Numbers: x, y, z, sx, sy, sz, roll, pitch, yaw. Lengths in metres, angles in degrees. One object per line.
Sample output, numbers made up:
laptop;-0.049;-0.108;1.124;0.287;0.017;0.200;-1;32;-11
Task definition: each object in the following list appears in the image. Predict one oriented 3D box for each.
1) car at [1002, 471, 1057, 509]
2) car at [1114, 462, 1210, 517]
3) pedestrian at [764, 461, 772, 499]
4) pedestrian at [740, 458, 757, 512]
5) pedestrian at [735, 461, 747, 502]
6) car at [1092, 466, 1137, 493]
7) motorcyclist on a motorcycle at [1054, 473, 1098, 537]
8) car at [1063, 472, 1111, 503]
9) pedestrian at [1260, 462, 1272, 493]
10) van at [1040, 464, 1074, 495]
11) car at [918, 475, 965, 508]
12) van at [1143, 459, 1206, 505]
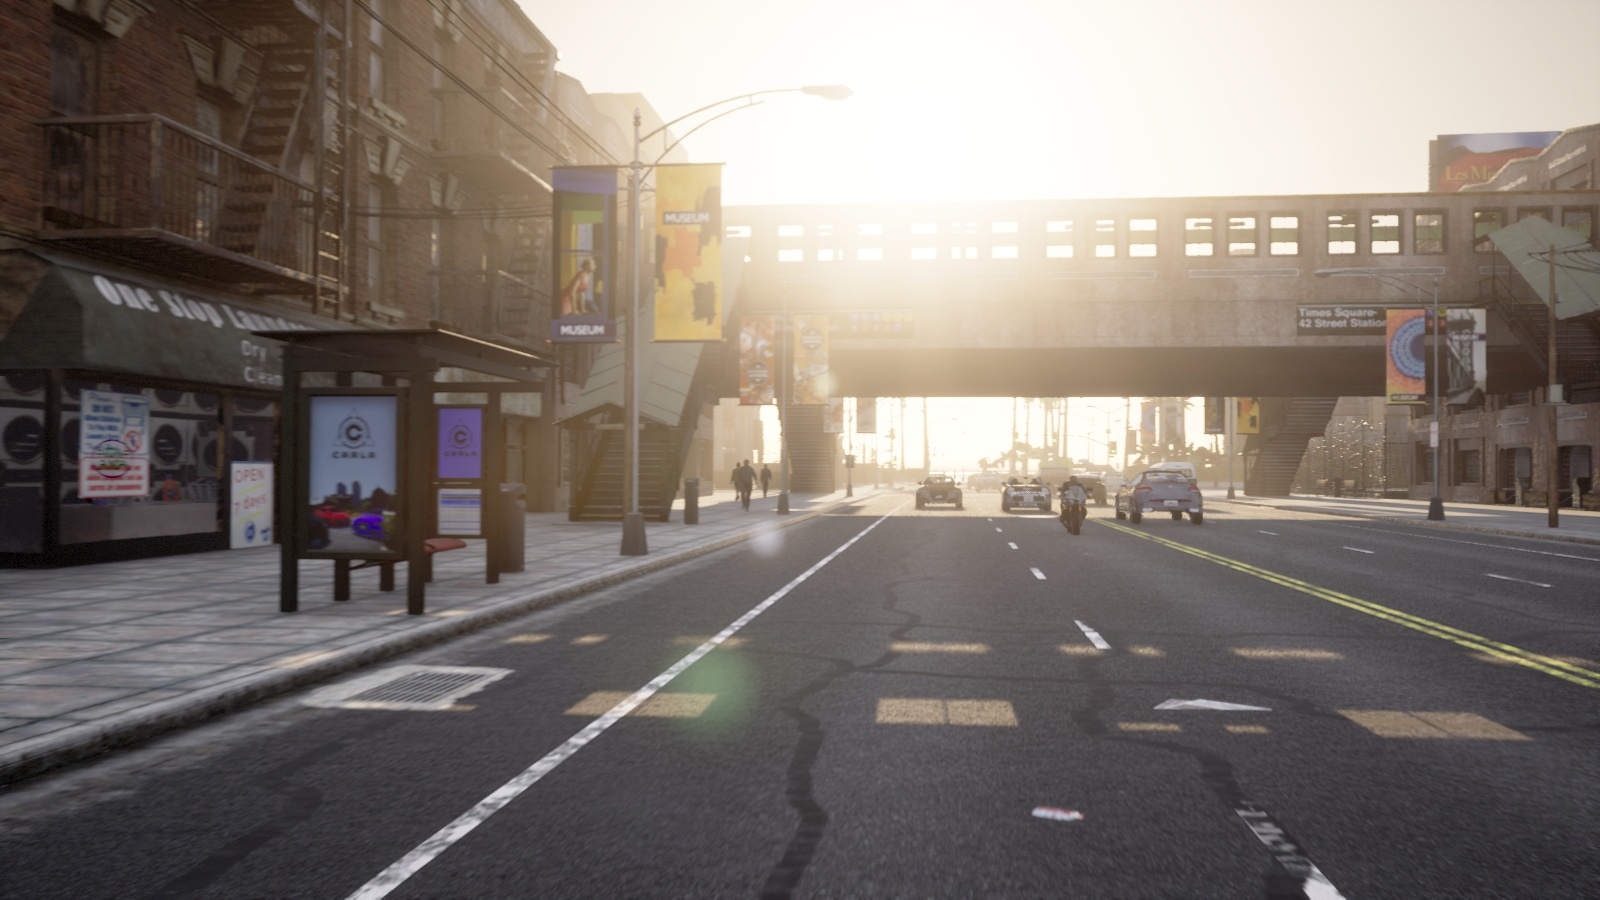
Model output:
car;9.237;1.605;50.855;1.970;1.475;3.806;0;-1;7
car;11.473;1.232;40.120;2.152;1.651;5.027;0;-1;7
pedestrian;-1.638;1.559;64.598;0.423;1.949;0.788;0;-1;-2
pedestrian;-1.758;1.197;43.004;0.540;1.848;0.694;0;-1;1
pedestrian;-2.712;1.446;57.716;0.431;1.840;0.709;0;-1;8
car;19.851;1.868;79.551;2.152;1.651;5.027;0;-1;7
motorcyclist on a motorcycle;6.937;1.359;31.637;0.866;1.530;2.191;0;-1;7
car;14.286;1.829;62.721;1.837;1.490;4.892;0;-1;7
pedestrian;27.158;1.619;73.238;0.328;1.805;0.869;0;-1;-4
van;16.468;1.873;80.722;1.775;1.987;4.442;0;-1;7
car;6.222;1.782;54.989;1.994;1.385;4.181;0;-1;7
van;17.171;1.456;57.782;2.069;2.038;4.480;0;-1;7
